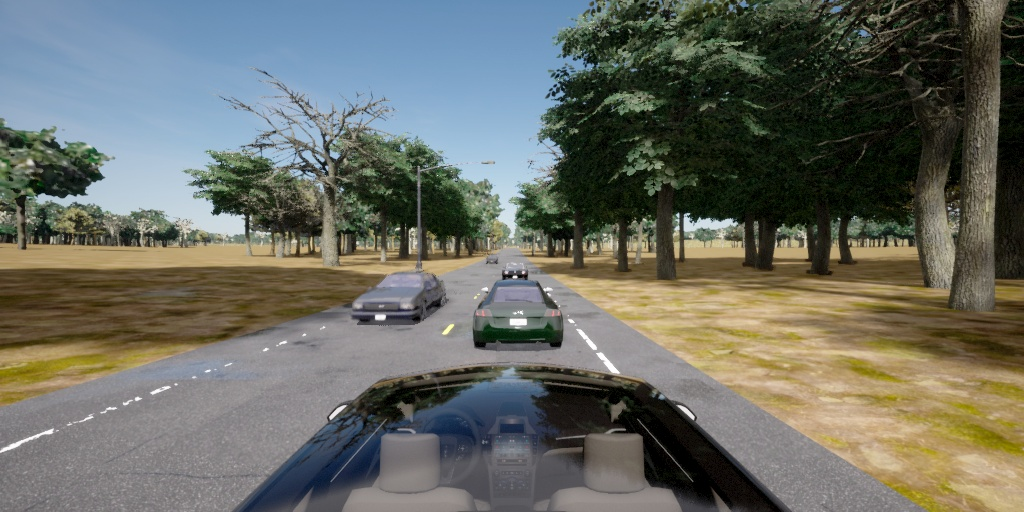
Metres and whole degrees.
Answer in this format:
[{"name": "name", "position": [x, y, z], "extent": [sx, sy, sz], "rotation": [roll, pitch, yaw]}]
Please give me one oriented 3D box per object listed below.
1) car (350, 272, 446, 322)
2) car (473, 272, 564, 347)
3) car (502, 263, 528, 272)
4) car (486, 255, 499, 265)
[{"name": "car", "position": [-3.548, 1.255, 12.357], "extent": [2.033, 1.411, 5.357], "rotation": [0, 0, 0]}, {"name": "car", "position": [0.135, 1.293, 9.248], "extent": [1.994, 1.385, 4.181], "rotation": [0, 0, 0]}, {"name": "car", "position": [0.225, 1.159, 27.173], "extent": [1.895, 1.301, 4.718], "rotation": [0, 1, 0]}, {"name": "car", "position": [-3.218, 0.562, 58.917], "extent": [1.882, 1.535, 5.008], "rotation": [0, 1, 0]}]
